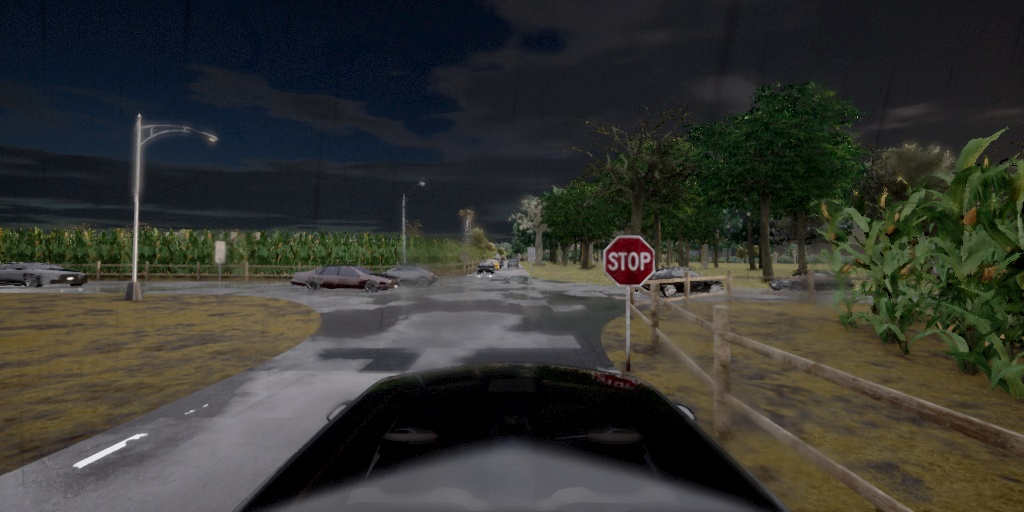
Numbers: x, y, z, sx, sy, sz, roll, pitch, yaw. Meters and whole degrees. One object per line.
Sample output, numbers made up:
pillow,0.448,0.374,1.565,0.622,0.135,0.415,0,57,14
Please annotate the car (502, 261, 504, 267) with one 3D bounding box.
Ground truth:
car,-2.673,1.331,59.670,2.033,1.411,5.357,0,0,1

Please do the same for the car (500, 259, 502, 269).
car,-2.772,1.254,49.855,1.882,1.535,5.008,0,0,1

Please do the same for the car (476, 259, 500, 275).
car,-2.832,1.317,40.247,2.033,1.411,5.357,0,0,1

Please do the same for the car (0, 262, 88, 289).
car,-25.925,1.035,19.431,4.181,1.385,1.994,0,-1,0

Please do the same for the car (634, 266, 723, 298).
car,8.777,1.328,18.905,5.008,1.535,1.882,1,-3,-20

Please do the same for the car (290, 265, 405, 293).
car,-8.921,1.191,19.425,5.357,1.411,2.033,2,0,0

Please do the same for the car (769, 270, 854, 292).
car,19.227,1.633,23.116,4.674,1.442,1.812,1,-1,0

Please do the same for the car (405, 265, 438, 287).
car,-6.908,1.266,23.113,4.181,1.385,1.994,1,-1,0

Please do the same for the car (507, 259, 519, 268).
car,0.195,1.277,62.002,2.128,1.511,4.902,0,0,0
